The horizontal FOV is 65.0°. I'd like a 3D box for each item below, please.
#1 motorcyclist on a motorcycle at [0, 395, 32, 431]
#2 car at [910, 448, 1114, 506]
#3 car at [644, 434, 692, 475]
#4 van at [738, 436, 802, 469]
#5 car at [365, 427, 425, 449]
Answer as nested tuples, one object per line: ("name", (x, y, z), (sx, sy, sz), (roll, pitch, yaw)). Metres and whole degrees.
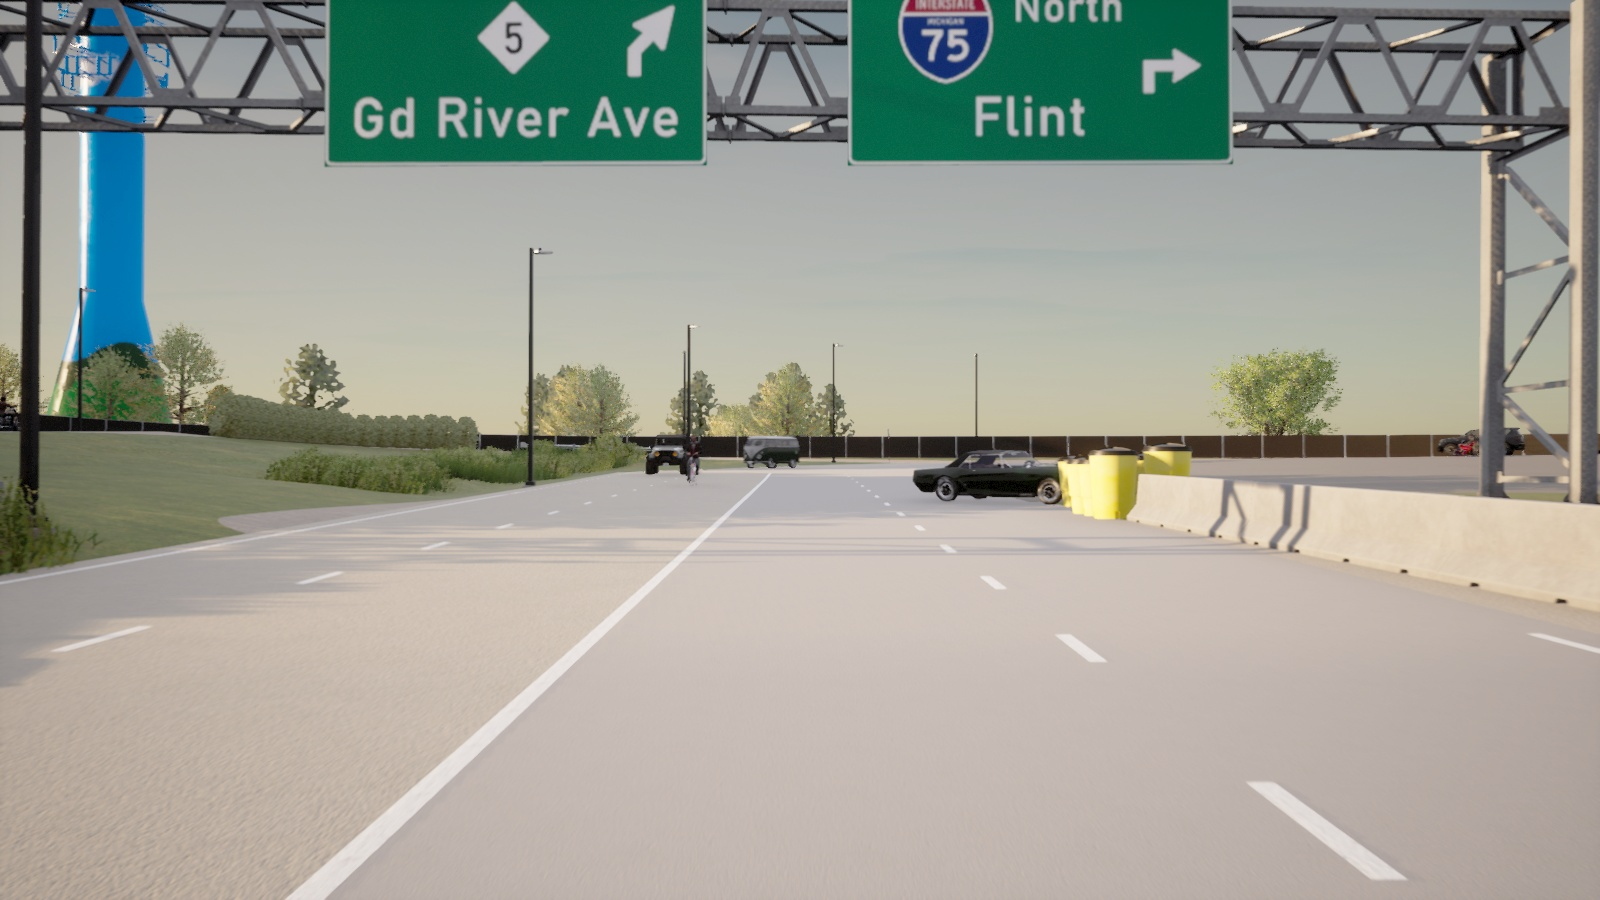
("motorcyclist on a motorcycle", (-36.381, -1.683, 57.665), (0.766, 1.649, 2.350), (0, 1, 0))
("car", (5.296, 0.665, 31.662), (4.718, 1.301, 1.895), (-1, 1, 38))
("car", (-6.128, 0.194, 58.596), (1.905, 1.878, 3.866), (0, 0, -1))
("van", (-1.803, 0.153, 77.051), (1.775, 1.987, 4.442), (-1, 0, 31))
("car", (-30.436, -0.870, 94.434), (1.970, 1.475, 3.806), (-1, -2, 42))
